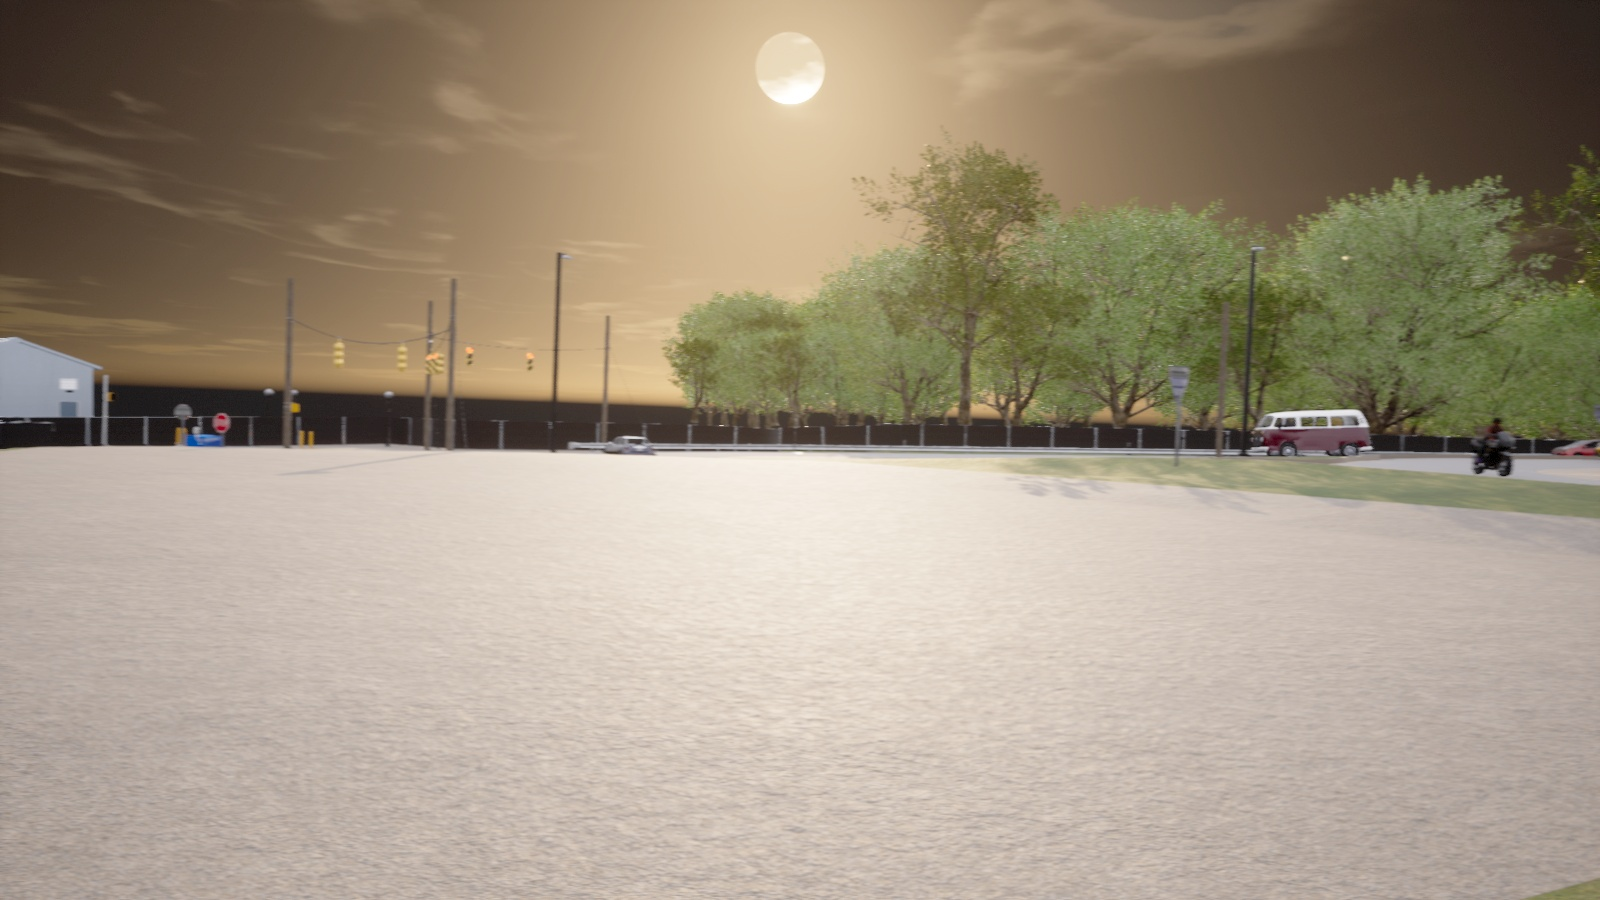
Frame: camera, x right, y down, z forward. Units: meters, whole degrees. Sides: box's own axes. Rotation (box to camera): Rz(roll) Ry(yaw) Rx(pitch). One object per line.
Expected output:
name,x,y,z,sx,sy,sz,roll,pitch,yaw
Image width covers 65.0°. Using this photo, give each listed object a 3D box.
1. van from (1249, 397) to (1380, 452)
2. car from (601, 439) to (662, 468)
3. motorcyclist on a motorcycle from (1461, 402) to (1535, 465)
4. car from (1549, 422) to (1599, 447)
van,21.101,-1.042,51.638,4.480,2.038,2.069,-2,0,2
car,-8.835,0.170,65.549,1.970,1.475,3.806,0,1,-27
motorcyclist on a motorcycle,17.743,-0.445,31.970,0.797,1.523,2.044,2,2,4
car,49.789,-0.974,78.698,4.514,1.525,2.007,0,2,1
